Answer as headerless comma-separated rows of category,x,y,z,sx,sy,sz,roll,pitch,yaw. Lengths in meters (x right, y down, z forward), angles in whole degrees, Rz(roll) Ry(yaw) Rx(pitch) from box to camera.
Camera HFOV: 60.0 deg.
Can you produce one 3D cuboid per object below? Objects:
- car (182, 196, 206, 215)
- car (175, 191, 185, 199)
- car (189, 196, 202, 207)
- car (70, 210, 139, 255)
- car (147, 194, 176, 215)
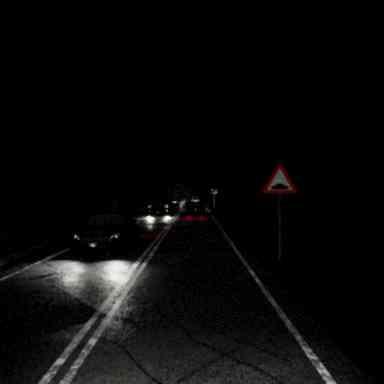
car,0.339,1.405,32.656,2.128,1.511,4.902,0,0,0
car,-2.789,0.908,73.720,2.150,2.045,5.566,0,0,0
car,0.454,1.378,48.149,1.812,1.442,4.674,0,0,1
car,-3.282,1.499,13.380,1.812,1.442,4.674,0,0,0
car,-3.057,1.275,32.327,2.097,1.767,4.553,0,0,1
